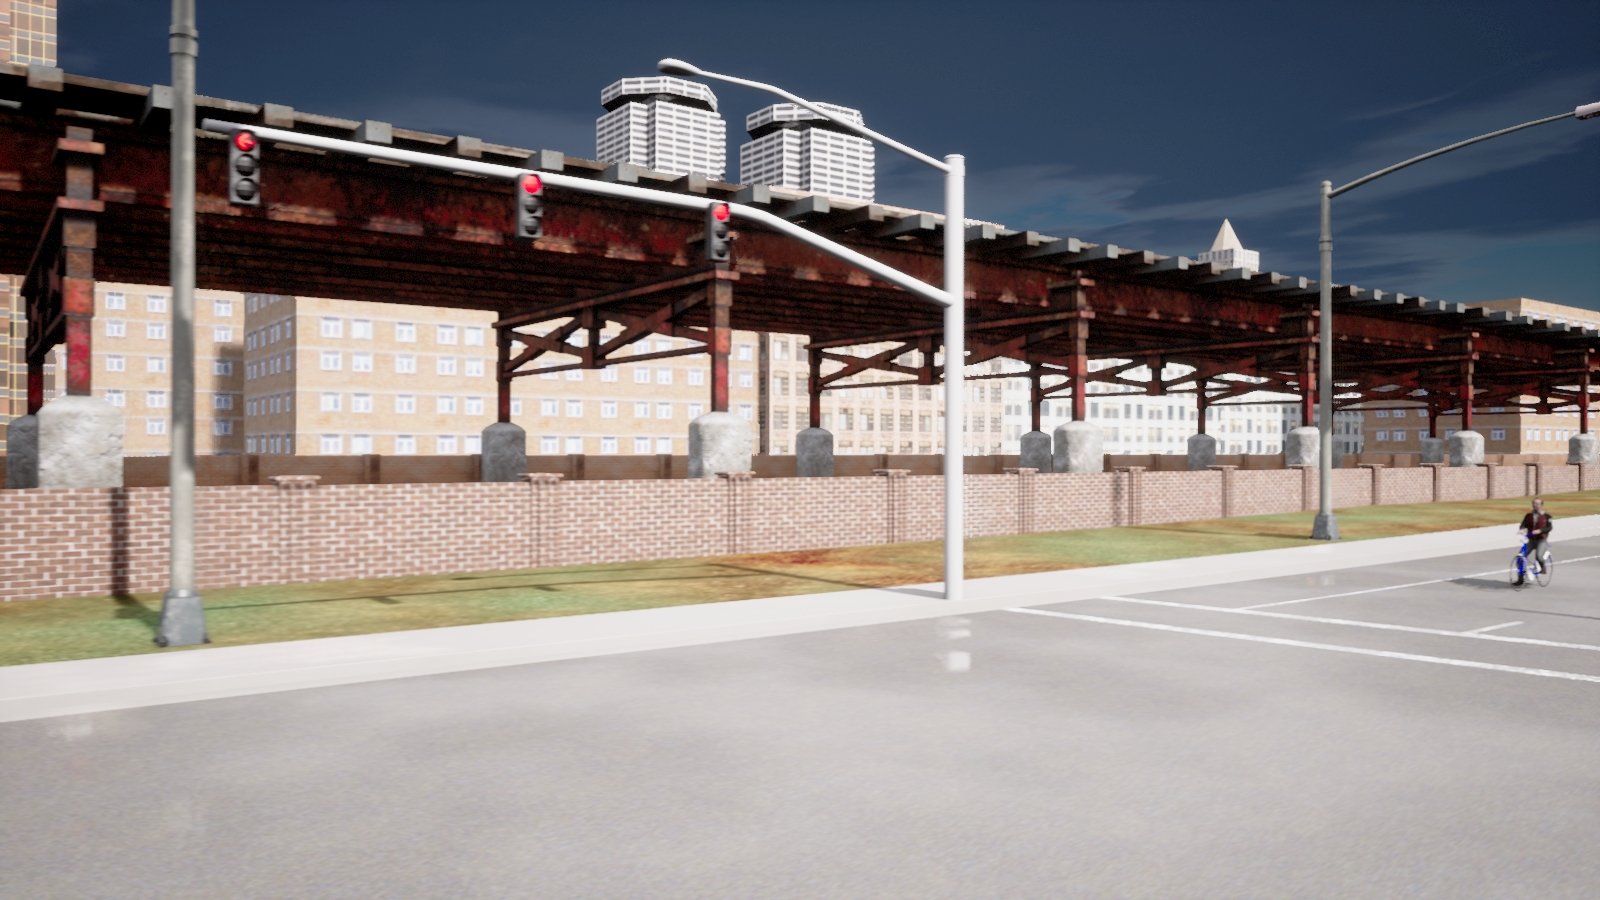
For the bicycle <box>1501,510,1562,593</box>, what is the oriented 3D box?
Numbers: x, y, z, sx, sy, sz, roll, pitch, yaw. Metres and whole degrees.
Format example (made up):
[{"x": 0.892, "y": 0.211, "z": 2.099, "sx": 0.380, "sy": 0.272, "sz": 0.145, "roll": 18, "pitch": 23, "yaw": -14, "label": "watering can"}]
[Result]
[{"x": 14.316, "y": 1.966, "z": 22.337, "sx": 1.835, "sy": 1.496, "sz": 0.329, "roll": 0, "pitch": 0, "yaw": -35, "label": "bicycle"}]
